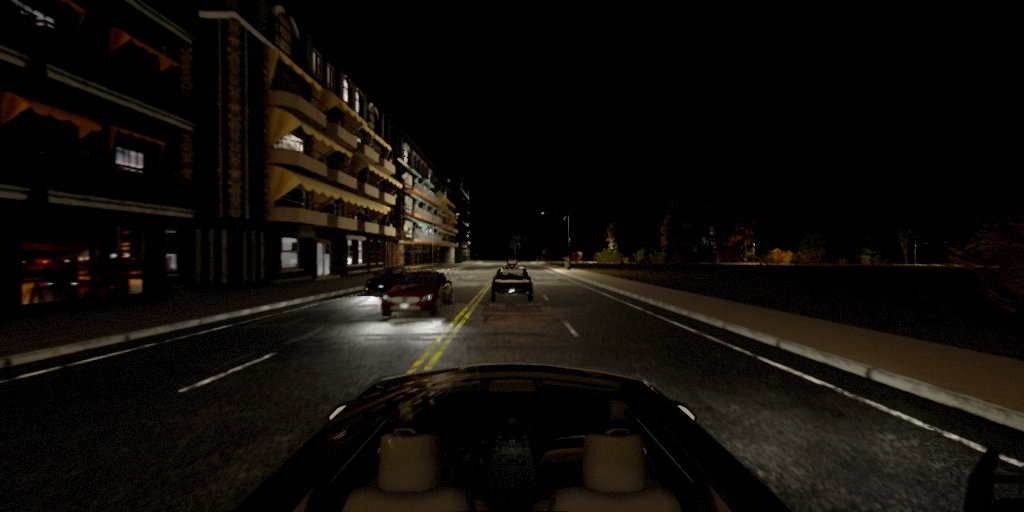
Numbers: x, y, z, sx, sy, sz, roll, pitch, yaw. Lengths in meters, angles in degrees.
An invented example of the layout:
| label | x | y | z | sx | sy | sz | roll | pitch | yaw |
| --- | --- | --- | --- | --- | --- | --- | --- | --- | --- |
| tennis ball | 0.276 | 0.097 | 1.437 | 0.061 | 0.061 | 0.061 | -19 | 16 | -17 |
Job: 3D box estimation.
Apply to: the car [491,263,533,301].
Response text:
| label | x | y | z | sx | sy | sz | roll | pitch | yaw |
| --- | --- | --- | --- | --- | --- | --- | --- | --- | --- |
| car | -0.009 | 1.257 | 17.453 | 2.128 | 1.511 | 4.902 | 0 | 0 | 0 |

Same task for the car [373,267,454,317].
| label | x | y | z | sx | sy | sz | roll | pitch | yaw |
| --- | --- | --- | --- | --- | --- | --- | --- | --- | --- |
| car | -3.329 | 1.287 | 13.457 | 1.812 | 1.442 | 4.674 | 0 | 0 | 0 |

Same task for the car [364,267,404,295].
| label | x | y | z | sx | sy | sz | roll | pitch | yaw |
| --- | --- | --- | --- | --- | --- | --- | --- | --- | --- |
| car | -6.536 | 1.332 | 19.861 | 1.994 | 1.385 | 4.181 | 0 | 0 | 0 |

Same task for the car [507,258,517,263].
| label | x | y | z | sx | sy | sz | roll | pitch | yaw |
| --- | --- | --- | --- | --- | --- | --- | --- | --- | --- |
| car | 0.026 | 1.342 | 52.318 | 2.033 | 1.411 | 5.357 | 0 | 0 | 0 |
